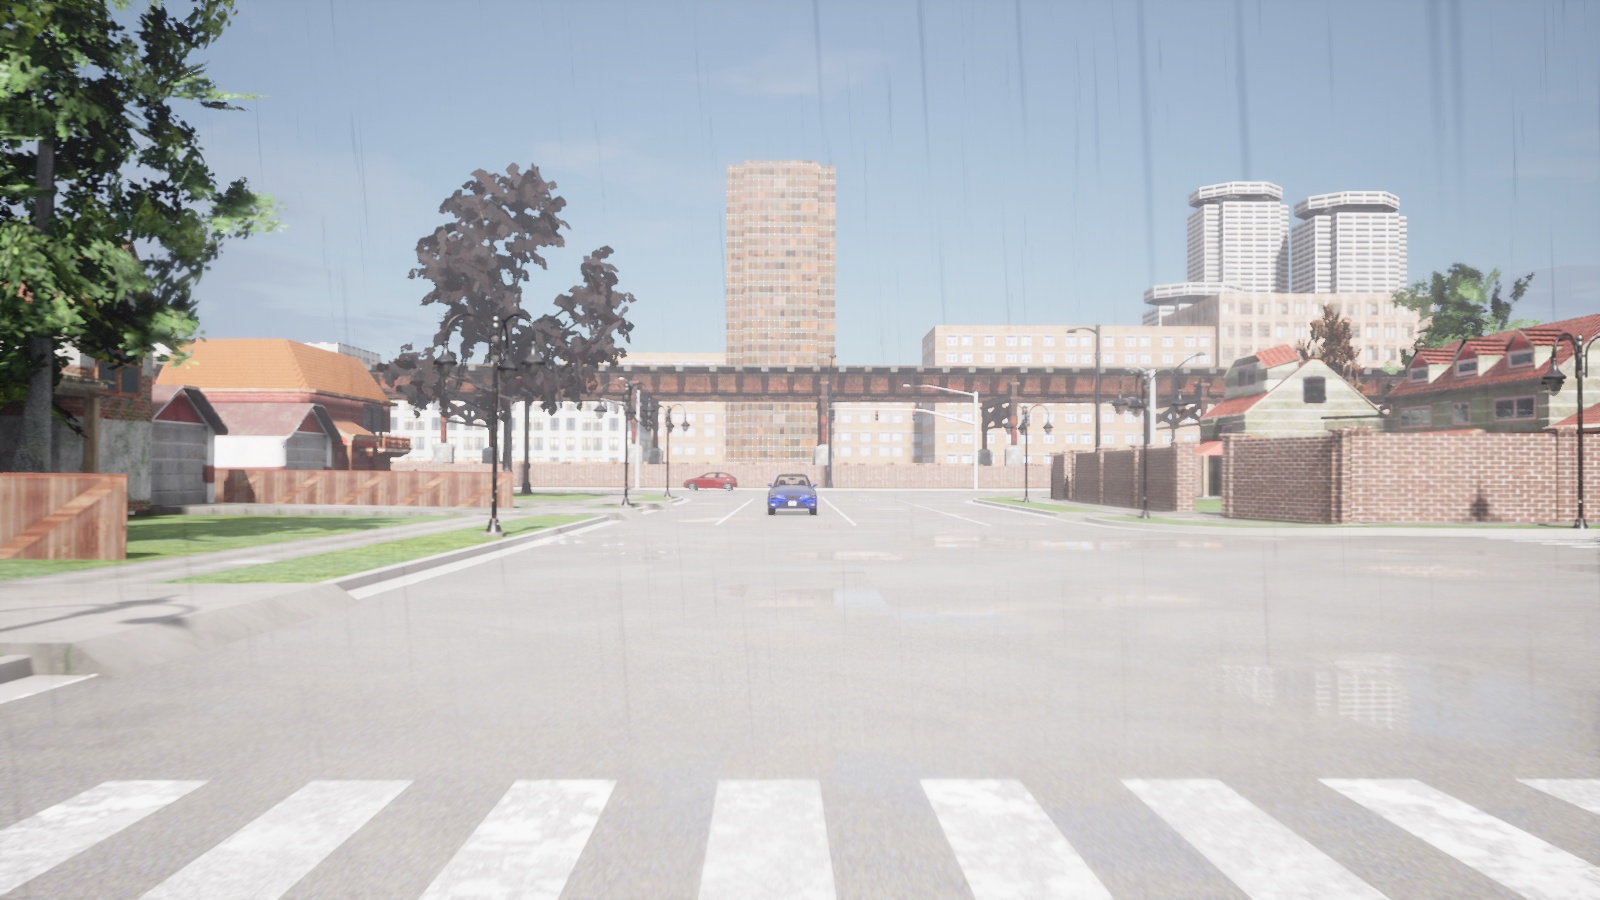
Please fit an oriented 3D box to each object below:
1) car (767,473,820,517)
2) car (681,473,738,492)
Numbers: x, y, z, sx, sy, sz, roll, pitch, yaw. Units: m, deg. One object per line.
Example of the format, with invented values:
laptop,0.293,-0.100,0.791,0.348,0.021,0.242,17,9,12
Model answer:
car,-0.247,1.590,45.308,1.816,1.474,4.193,0,-1,0
car,-6.967,2.484,96.934,4.193,1.474,1.816,0,-1,1
